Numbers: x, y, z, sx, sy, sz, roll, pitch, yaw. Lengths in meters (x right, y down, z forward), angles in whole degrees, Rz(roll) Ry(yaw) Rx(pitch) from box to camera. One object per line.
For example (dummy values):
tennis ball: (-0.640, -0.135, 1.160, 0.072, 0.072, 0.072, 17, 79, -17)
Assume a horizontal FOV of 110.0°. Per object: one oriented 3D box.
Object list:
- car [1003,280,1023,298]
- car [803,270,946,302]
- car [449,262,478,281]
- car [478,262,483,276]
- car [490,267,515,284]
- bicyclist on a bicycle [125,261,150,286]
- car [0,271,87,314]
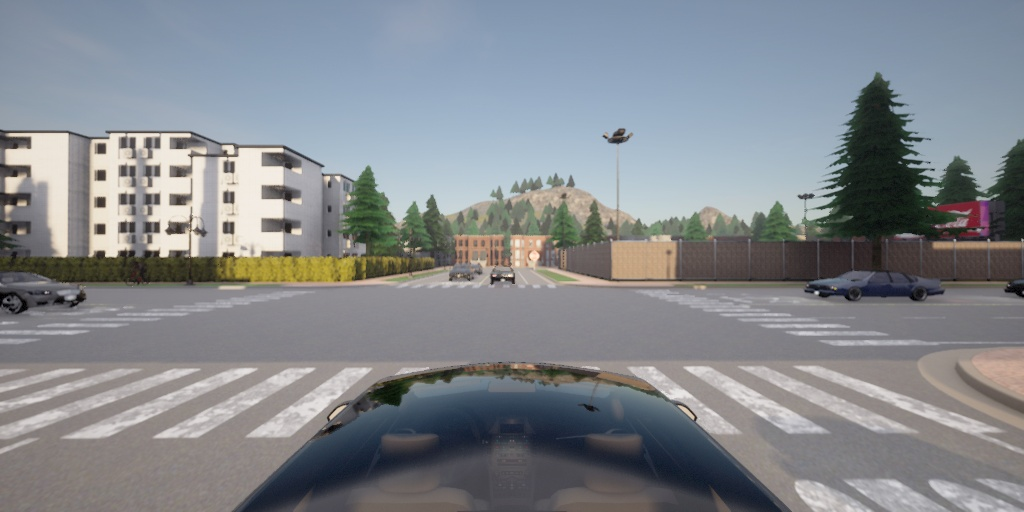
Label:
car: (27.405, 1.388, 17.243, 5.357, 1.411, 2.033, 0, 0, 0)
car: (17.325, 1.390, 17.262, 5.357, 1.411, 2.033, 0, 0, 0)
car: (-4.426, 1.427, 32.029, 1.837, 1.490, 4.892, 0, 0, 0)
car: (-4.496, 1.477, 42.343, 2.128, 1.511, 4.902, 0, 0, 0)
car: (-0.713, 1.503, 28.964, 1.895, 1.301, 4.718, 0, 0, -1)
bicyclist on a bicycle: (-25.423, 1.196, 24.385, 0.582, 1.620, 1.656, 0, 0, 0)
car: (-19.183, 1.319, 13.500, 4.902, 1.511, 2.128, 0, 0, -2)
